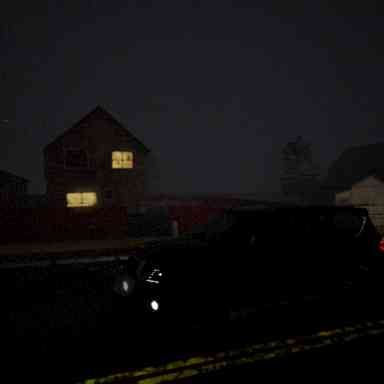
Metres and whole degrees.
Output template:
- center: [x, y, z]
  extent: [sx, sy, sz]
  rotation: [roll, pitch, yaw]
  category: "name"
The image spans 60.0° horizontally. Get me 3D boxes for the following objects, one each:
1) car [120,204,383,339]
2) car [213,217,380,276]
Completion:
- center: [1.405, 1.289, 6.834]
  extent: [5.566, 2.045, 2.150]
  rotation: [0, -1, -23]
  category: "car"
- center: [3.584, 1.663, 11.288]
  extent: [5.357, 1.411, 2.033]
  rotation: [0, -1, -23]
  category: "car"
